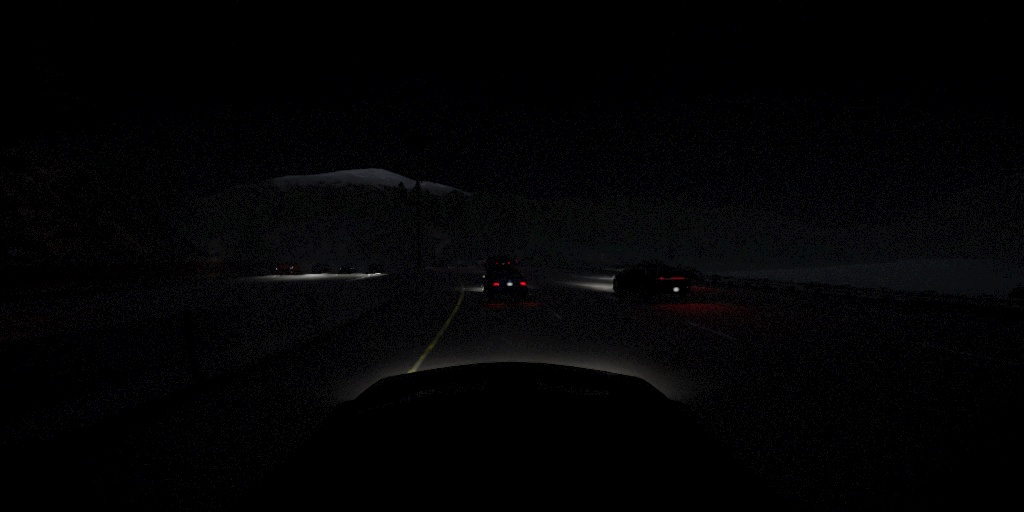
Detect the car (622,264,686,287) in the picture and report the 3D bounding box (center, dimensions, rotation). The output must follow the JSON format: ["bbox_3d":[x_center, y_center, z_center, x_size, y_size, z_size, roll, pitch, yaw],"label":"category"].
[{"bbox_3d":[9.387,1.220,24.243,1.895,1.301,4.718,-1,0,-8],"label":"car"}]

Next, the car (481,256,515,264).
[{"bbox_3d":[-1.767,0.994,43.490,2.150,2.045,5.566,0,0,-17],"label":"car"}]

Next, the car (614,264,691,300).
[{"bbox_3d":[6.470,1.151,17.111,2.128,1.511,4.902,-1,0,-6],"label":"car"}]

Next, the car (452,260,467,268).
[{"bbox_3d":[-9.386,1.405,64.641,1.812,1.442,4.674,0,0,-24],"label":"car"}]

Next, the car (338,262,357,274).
[{"bbox_3d":[-21.550,1.526,47.188,1.882,1.535,5.008,-1,0,-18],"label":"car"}]

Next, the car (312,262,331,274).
[{"bbox_3d":[-25.704,1.598,48.488,2.128,1.511,4.902,-1,0,-19],"label":"car"}]

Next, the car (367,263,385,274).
[{"bbox_3d":[-17.525,1.556,46.200,1.994,1.385,4.181,-1,0,-17],"label":"car"}]

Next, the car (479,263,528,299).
[{"bbox_3d":[-0.447,1.303,18.402,2.033,1.411,5.357,-1,0,-8],"label":"car"}]

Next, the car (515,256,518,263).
[{"bbox_3d":[-0.862,0.981,63.252,2.150,2.045,5.566,0,0,-24],"label":"car"}]

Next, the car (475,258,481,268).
[{"bbox_3d":[-4.783,1.035,63.634,2.150,2.045,5.566,0,0,-24],"label":"car"}]

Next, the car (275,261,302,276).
[{"bbox_3d":[-28.424,1.496,45.636,2.097,1.767,4.553,-1,0,-18],"label":"car"}]
